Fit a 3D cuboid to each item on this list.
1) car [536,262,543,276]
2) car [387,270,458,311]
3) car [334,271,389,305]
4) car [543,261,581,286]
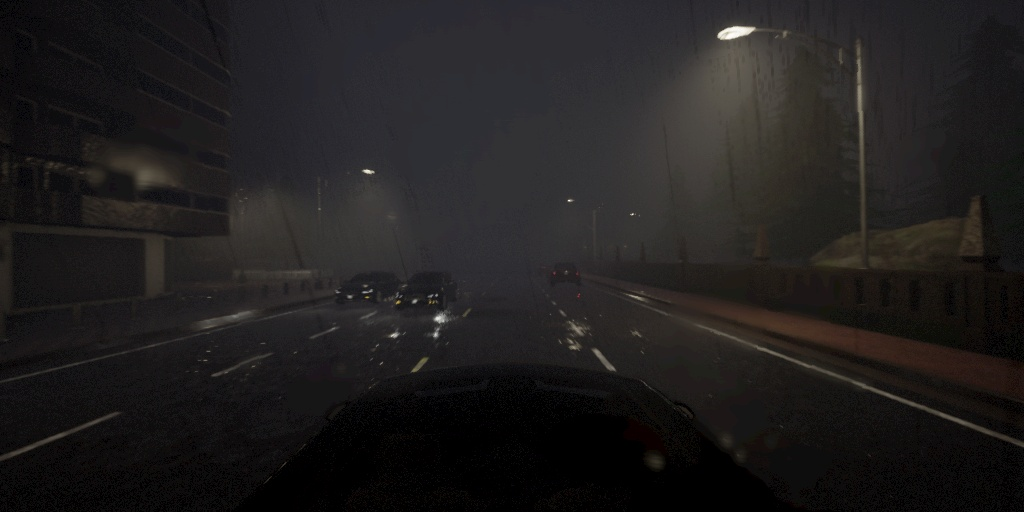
[{"bbox_3d":[3.862,1.465,41.140,2.128,1.511,4.902,-1,0,1],"label":"car"},{"bbox_3d":[-3.512,1.402,15.457,1.837,1.490,4.892,-1,0,1],"label":"car"},{"bbox_3d":[-6.901,1.504,17.723,1.837,1.490,4.892,-1,0,0],"label":"car"},{"bbox_3d":[3.736,1.225,26.742,2.097,1.767,4.553,-1,0,1],"label":"car"}]
